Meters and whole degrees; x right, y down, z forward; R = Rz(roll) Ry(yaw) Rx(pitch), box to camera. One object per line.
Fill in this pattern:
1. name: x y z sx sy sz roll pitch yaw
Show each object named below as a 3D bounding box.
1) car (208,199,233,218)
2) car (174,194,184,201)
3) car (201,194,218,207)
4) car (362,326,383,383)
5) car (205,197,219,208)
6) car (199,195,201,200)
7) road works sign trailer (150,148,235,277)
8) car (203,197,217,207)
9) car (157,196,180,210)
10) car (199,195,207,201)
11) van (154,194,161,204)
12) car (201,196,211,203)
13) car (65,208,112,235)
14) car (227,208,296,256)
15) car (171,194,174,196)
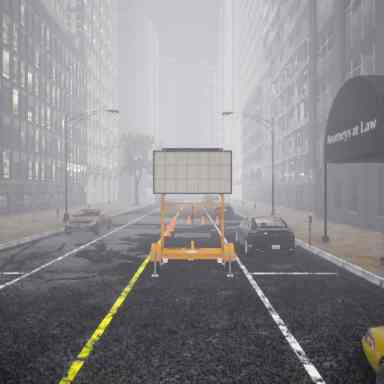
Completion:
1. car: 2.749 1.559 30.030 1.947 1.339 4.313 0 0 0
2. car: -2.830 1.458 78.731 1.837 1.490 4.892 0 0 0
3. car: 2.785 1.299 47.124 2.192 1.841 5.009 0 0 0
4. car: 2.687 1.525 1.711 1.752 1.417 4.829 0 0 0
5. car: 2.762 1.535 35.728 1.887 1.381 4.507 0 0 0
6. car: 2.810 1.289 58.521 2.192 1.841 5.009 0 0 0
7. road works sign trailer: 0.019 0.463 10.228 2.380 3.560 2.880 0 0 0
8. car: 2.799 1.524 52.822 1.887 1.381 4.507 0 0 0
9. car: -3.007 1.550 42.978 1.994 1.385 4.181 0 0 0
10. car: 2.874 1.466 87.183 1.752 1.417 4.829 0 0 0
11. van: -5.571 1.315 58.544 1.690 1.788 3.998 0 0 0
12. car: 2.836 1.508 69.917 1.887 1.381 4.507 0 0 0
13. car: -5.656 1.579 18.658 1.802 1.307 4.206 0 0 0
14. car: 2.712 1.549 12.935 2.008 1.369 4.403 0 0 0
15. car: -5.544 1.514 69.938 2.008 1.369 4.403 0 0 0
